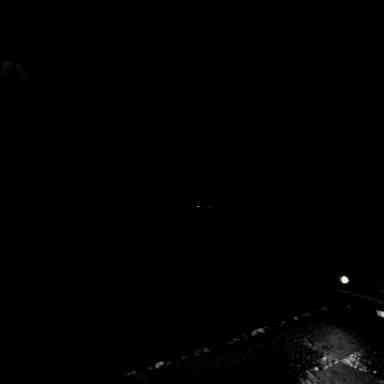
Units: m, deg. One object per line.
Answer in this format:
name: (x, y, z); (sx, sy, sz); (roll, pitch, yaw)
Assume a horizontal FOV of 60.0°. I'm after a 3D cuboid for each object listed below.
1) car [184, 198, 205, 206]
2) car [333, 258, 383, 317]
car: (0.415, 1.957, 63.636); (1.882, 1.535, 5.008); (-1, 0, -36)
car: (4.860, 1.650, 6.538); (4.718, 1.301, 1.895); (0, 0, -35)
